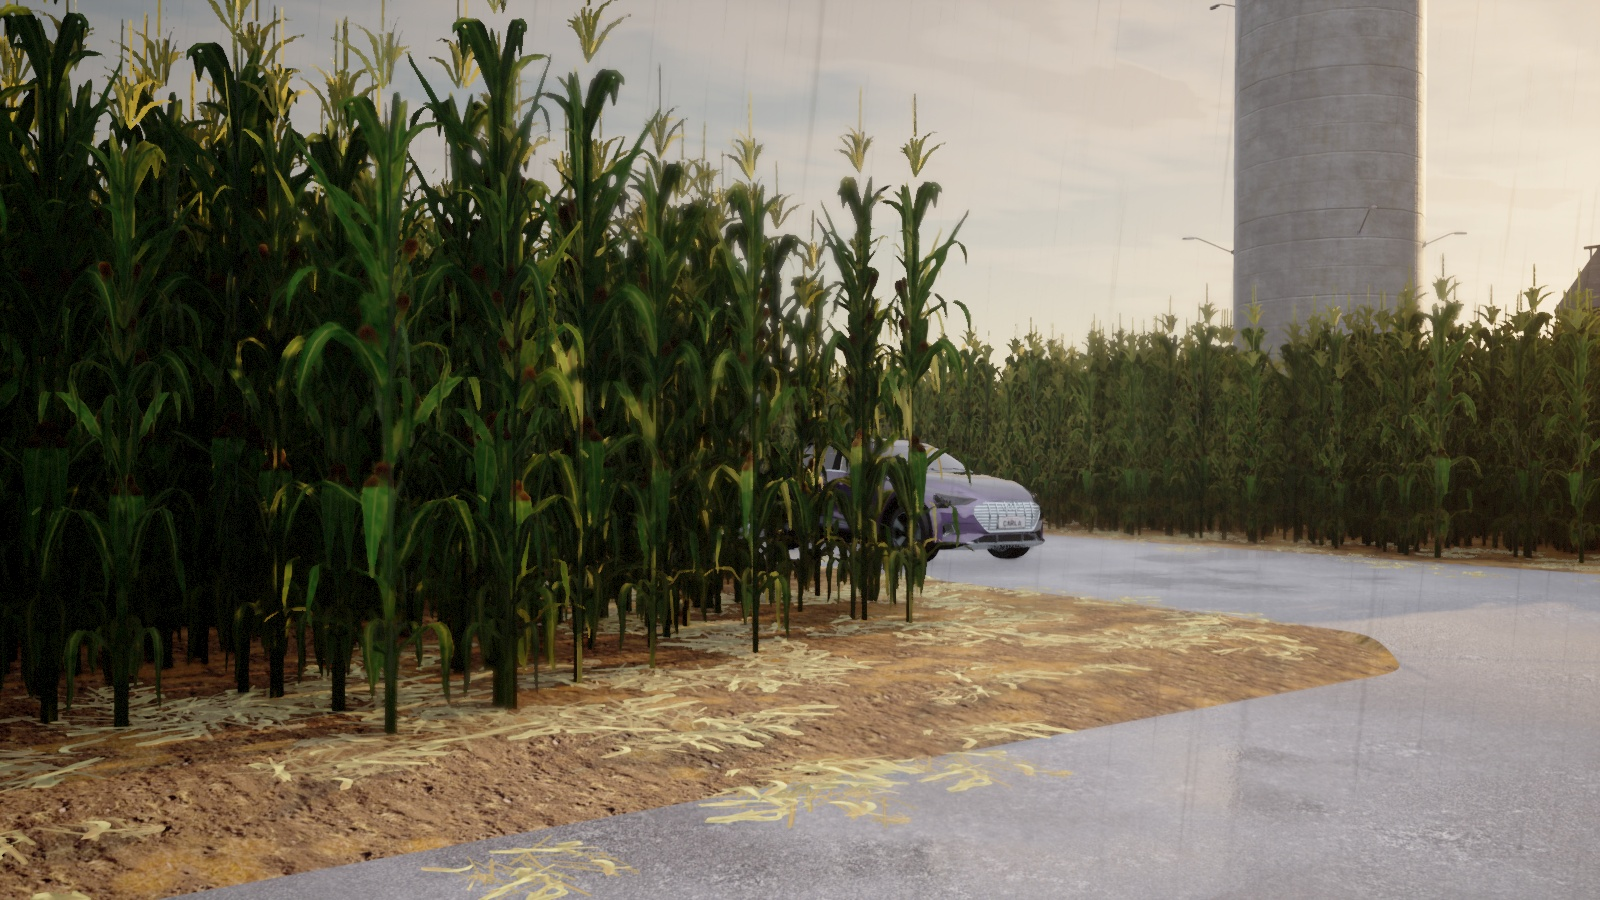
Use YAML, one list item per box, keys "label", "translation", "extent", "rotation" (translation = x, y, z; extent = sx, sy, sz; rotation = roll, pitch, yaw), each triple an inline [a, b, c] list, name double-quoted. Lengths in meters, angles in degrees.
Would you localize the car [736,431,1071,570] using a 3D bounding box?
- label: "car"
  translation: [1.250, 0.615, 17.510]
  extent: [2.033, 1.649, 4.856]
  rotation: [0, -1, -35]
